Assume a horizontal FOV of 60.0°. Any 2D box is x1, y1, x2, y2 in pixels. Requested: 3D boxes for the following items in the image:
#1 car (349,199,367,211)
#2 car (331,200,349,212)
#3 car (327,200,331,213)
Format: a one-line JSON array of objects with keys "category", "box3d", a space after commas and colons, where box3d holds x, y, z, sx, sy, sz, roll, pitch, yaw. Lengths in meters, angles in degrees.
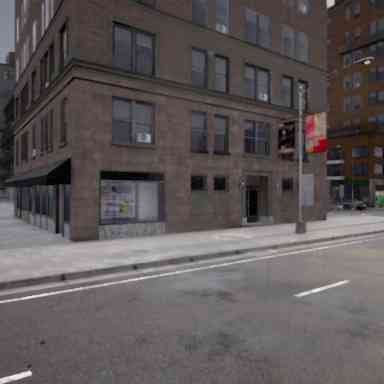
[{"category": "car", "box3d": [18.726, 1.555, 40.137, 1.947, 1.339, 4.313, 0, 0, -35]}, {"category": "car", "box3d": [14.277, 1.462, 36.925, 2.128, 1.511, 4.902, 0, 0, -35]}, {"category": "car", "box3d": [12.173, 1.403, 35.506, 1.967, 1.590, 4.097, 0, 0, -35]}]
